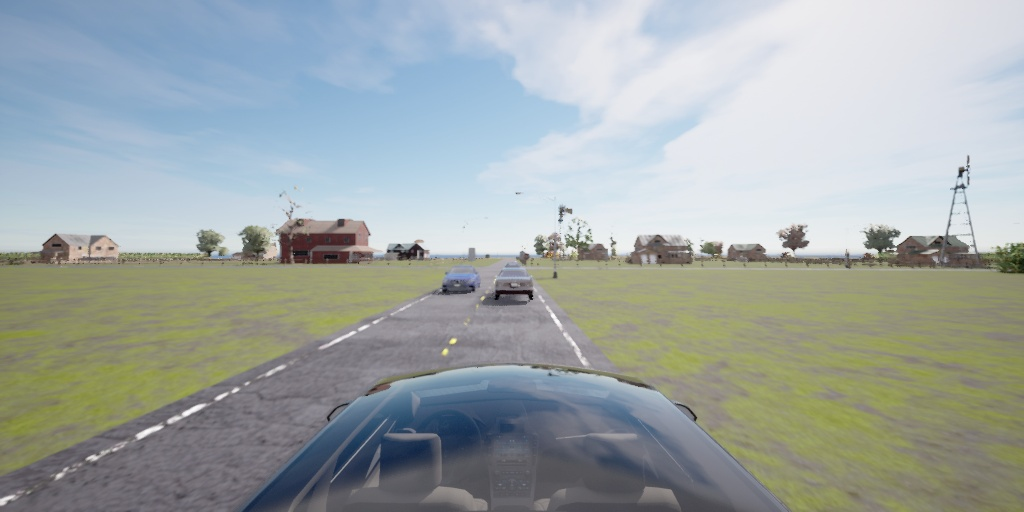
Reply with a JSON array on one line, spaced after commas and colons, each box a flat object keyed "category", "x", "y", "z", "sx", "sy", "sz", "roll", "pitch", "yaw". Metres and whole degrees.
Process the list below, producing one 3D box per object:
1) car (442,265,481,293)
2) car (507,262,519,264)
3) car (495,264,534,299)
[{"category": "car", "x": -2.854, "y": 1.271, "z": 21.009, "sx": 1.812, "sy": 1.442, "sz": 4.674, "roll": 0, "pitch": 0, "yaw": 0}, {"category": "car", "x": 0.090, "y": 1.303, "z": 35.992, "sx": 1.994, "sy": 1.385, "sz": 4.181, "roll": 0, "pitch": 0, "yaw": 0}, {"category": "car", "x": 0.097, "y": 1.294, "z": 18.024, "sx": 2.033, "sy": 1.411, "sz": 5.357, "roll": 0, "pitch": 0, "yaw": 0}]
